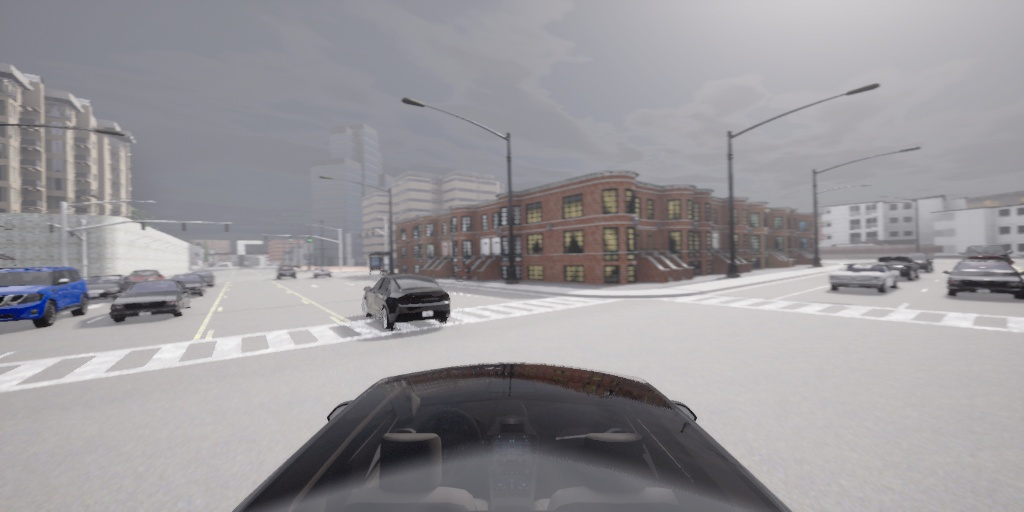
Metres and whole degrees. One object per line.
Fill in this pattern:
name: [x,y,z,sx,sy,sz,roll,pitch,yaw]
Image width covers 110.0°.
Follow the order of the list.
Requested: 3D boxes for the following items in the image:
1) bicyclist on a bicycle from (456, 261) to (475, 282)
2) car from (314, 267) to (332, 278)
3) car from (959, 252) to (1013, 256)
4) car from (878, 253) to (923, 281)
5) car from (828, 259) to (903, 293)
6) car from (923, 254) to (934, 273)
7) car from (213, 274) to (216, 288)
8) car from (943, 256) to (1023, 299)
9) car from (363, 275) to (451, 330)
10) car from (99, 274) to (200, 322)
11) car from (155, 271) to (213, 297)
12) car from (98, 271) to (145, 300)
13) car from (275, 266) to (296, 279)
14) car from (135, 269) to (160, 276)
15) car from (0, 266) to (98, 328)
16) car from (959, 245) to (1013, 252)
bicyclist on a bicycle: [-3.562,1.205,27.557,1.656,1.620,0.582,-2,0,-37]
car: [-24.026,2.046,45.476,1.895,1.301,4.718,-1,0,-30]
car: [27.100,0.671,20.556,4.674,1.442,1.812,-1,0,-37]
car: [24.513,0.719,22.985,4.892,1.490,1.837,-1,0,-37]
car: [17.072,0.980,17.382,4.718,1.301,1.895,-1,0,-36]
car: [32.751,0.537,29.193,4.892,1.490,1.837,-1,0,-37]
car: [-27.012,2.027,31.238,2.033,1.411,5.357,-1,0,-37]
car: [19.445,0.863,14.788,5.357,1.411,2.033,-1,0,-37]
car: [-3.598,1.368,11.823,1.837,1.490,4.892,0,-1,-32]
car: [-14.456,1.681,14.651,2.033,1.411,5.357,-1,0,-38]
car: [-20.611,1.850,22.759,2.033,1.411,5.357,-1,0,-38]
car: [-23.575,1.861,20.882,2.128,1.511,4.902,-1,0,-37]
car: [-27.648,2.020,43.845,2.128,1.511,4.902,-1,0,-37]
car: [-29.640,1.889,28.905,2.097,1.767,4.553,-1,0,-37]
car: [-17.538,1.424,12.925,2.150,2.045,5.566,-1,0,-37]
car: [35.482,0.181,26.879,5.566,2.045,2.150,-1,0,-37]
